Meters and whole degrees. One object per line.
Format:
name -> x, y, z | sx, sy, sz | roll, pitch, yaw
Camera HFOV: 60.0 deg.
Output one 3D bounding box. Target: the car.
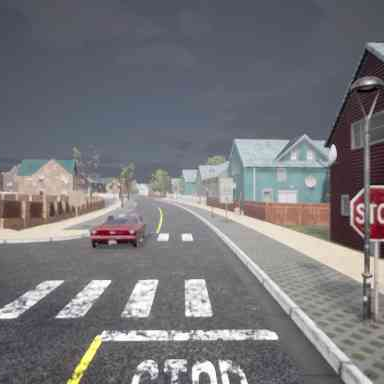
car -> -3.108, 1.605, 14.817 | 1.895, 1.301, 4.718 | 0, 0, -3
